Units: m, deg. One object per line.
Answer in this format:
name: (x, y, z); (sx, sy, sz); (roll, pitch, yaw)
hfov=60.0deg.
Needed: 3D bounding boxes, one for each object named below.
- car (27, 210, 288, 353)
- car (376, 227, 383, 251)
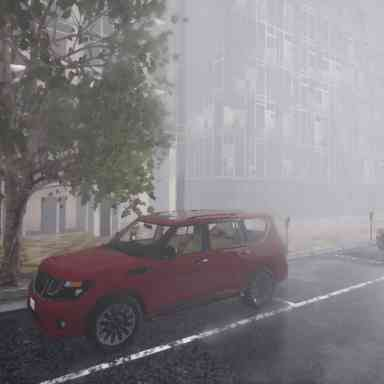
car: (-0.296, 1.316, 6.341); (5.009, 1.841, 2.192); (0, 1, -36)
car: (8.900, 1.548, 12.932); (4.507, 1.381, 1.887); (0, 1, -36)
